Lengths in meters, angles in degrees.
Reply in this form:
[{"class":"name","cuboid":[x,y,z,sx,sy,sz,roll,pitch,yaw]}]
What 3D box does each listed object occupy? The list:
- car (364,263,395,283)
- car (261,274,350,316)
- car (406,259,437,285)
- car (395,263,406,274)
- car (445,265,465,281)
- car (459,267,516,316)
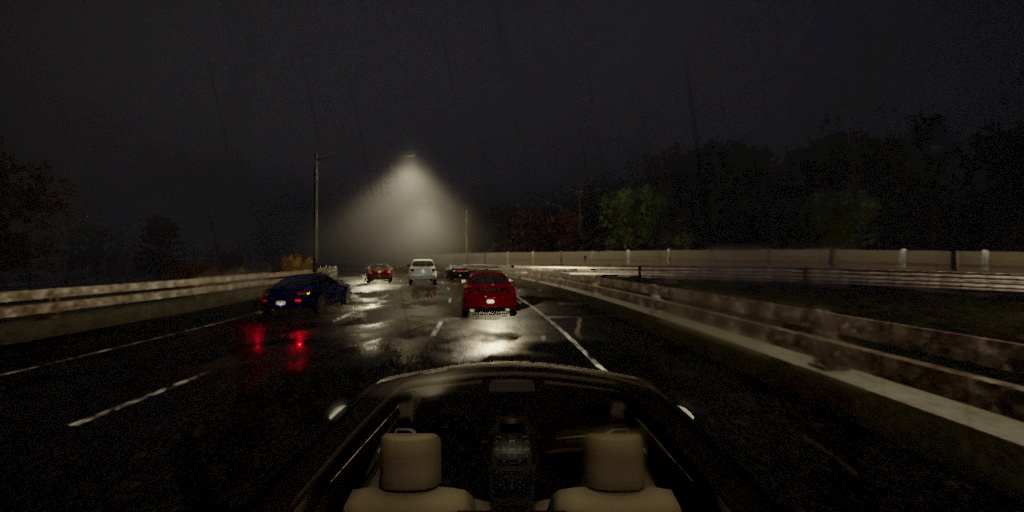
[{"class":"car","cuboid":[-12.251,1.470,33.453,2.097,1.767,4.553,0,-1,-17]},{"class":"car","cuboid":[-8.005,1.431,14.279,1.812,1.442,4.674,0,-1,-7]},{"class":"car","cuboid":[-7.626,1.297,30.442,2.150,2.045,5.566,0,0,-16]},{"class":"car","cuboid":[-16.755,1.842,52.969,1.837,1.490,4.892,1,-1,-28]},{"class":"car","cuboid":[-5.469,1.611,35.281,2.128,1.511,4.902,0,-1,-17]},{"class":"car","cuboid":[-0.976,1.361,14.177,1.882,1.535,5.008,0,-1,-6]}]
